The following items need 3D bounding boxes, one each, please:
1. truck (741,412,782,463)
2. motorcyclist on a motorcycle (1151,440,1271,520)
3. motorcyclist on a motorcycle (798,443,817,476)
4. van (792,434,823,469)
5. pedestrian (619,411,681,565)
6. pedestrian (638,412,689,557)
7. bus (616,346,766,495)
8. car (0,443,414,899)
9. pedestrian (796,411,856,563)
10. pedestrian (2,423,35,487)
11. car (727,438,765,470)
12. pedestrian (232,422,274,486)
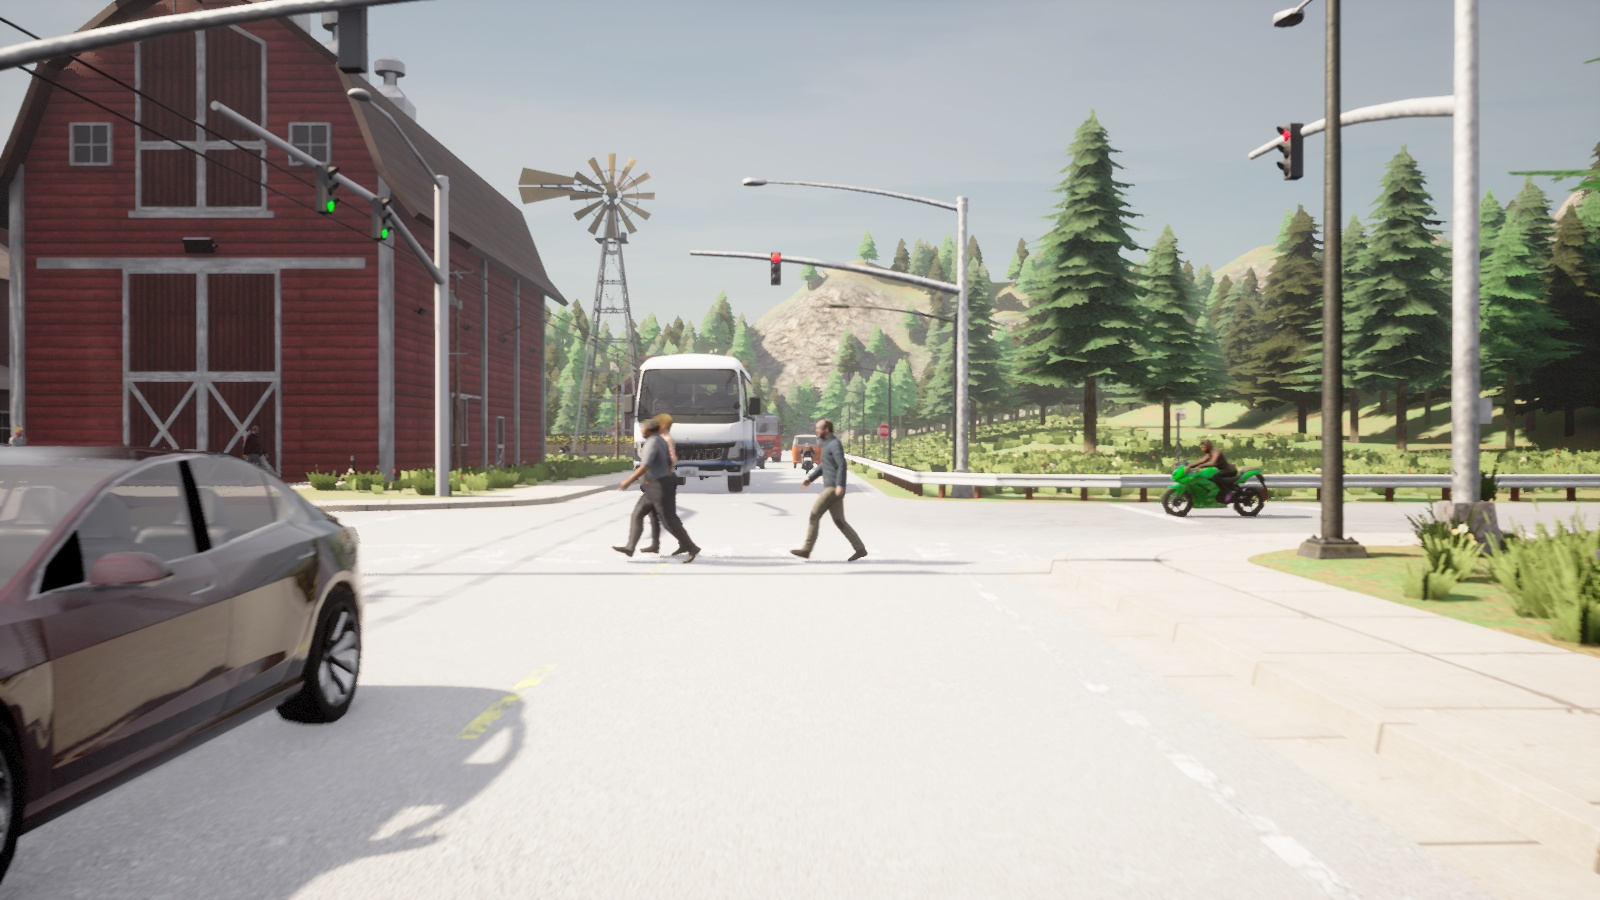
[{"bbox_3d":[-2.926,-0.972,98.141,2.891,3.827,8.468,0,0,0],"label":"truck"},{"bbox_3d":[7.939,0.571,24.311,2.044,1.523,0.797,0,0,-1],"label":"motorcyclist on a motorcycle"},{"bbox_3d":[0.358,0.442,60.219,0.866,1.530,2.191,0,0,0],"label":"motorcyclist on a motorcycle"},{"bbox_3d":[0.435,0.084,73.723,1.775,1.987,4.442,0,0,0],"label":"van"},{"bbox_3d":[-1.824,0.452,15.335,0.694,1.848,0.540,0,0,0],"label":"pedestrian"},{"bbox_3d":[-1.746,0.431,16.113,0.594,1.836,0.345,0,0,6],"label":"pedestrian"},{"bbox_3d":[-3.251,-0.864,41.004,3.944,4.253,10.273,0,0,0],"label":"bus"},{"bbox_3d":[-3.439,0.714,5.175,2.163,1.488,4.792,0,0,1],"label":"car"},{"bbox_3d":[0.317,0.450,15.429,0.726,1.842,0.402,0,0,0],"label":"pedestrian"},{"bbox_3d":[-22.252,0.142,35.745,0.706,1.836,0.354,0,0,0],"label":"pedestrian"},{"bbox_3d":[-3.069,0.198,71.787,2.097,1.767,4.553,0,0,-2],"label":"car"},{"bbox_3d":[-15.743,0.111,36.143,0.899,1.844,0.634,0,0,6],"label":"pedestrian"}]
